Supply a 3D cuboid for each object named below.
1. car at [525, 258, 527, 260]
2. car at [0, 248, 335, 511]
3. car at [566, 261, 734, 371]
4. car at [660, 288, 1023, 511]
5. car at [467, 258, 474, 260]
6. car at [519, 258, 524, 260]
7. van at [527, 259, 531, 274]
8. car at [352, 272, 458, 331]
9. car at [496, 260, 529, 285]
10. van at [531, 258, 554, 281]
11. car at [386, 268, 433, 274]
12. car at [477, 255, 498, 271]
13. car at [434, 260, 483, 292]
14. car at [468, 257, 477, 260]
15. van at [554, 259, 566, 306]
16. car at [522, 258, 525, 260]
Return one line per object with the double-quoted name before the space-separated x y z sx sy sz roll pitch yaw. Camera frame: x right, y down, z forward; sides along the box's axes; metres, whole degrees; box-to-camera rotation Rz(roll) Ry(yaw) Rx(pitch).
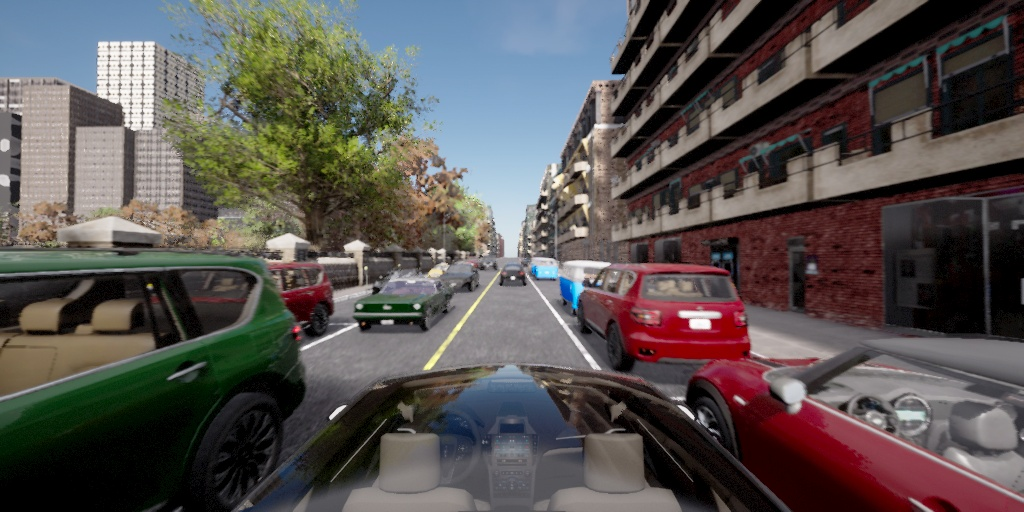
"car" 2.700 1.244 40.867 1.751 1.417 4.829 0 0 0
"car" -3.099 0.973 1.268 2.150 2.045 5.566 0 0 0
"car" 2.693 1.059 7.556 2.192 1.841 5.009 0 0 0
"car" 2.693 1.189 2.033 1.967 1.591 4.097 0 0 0
"car" -5.681 1.272 40.699 2.007 1.370 4.403 0 0 0
"car" 0.079 1.284 40.578 1.994 1.385 4.181 0 0 0
"van" 2.699 1.064 35.174 1.690 1.789 3.998 0 0 0
"car" -3.087 1.345 11.121 1.895 1.301 4.718 0 0 0
"car" 0.068 1.257 25.545 1.812 1.442 4.674 0 0 0
"van" 2.698 1.068 29.651 1.690 1.789 3.998 0 0 0
"car" -5.685 1.304 18.606 1.948 1.339 4.313 0 0 0
"car" -3.069 0.936 48.451 2.150 2.045 5.566 0 0 0
"car" -3.043 1.213 21.436 1.882 1.535 5.008 0 0 0
"car" -5.678 1.027 51.746 2.192 1.841 5.009 0 0 0
"van" 2.695 1.081 13.079 1.690 1.789 3.998 0 0 0
"car" 2.705 1.267 62.790 1.948 1.339 4.313 0 0 0
